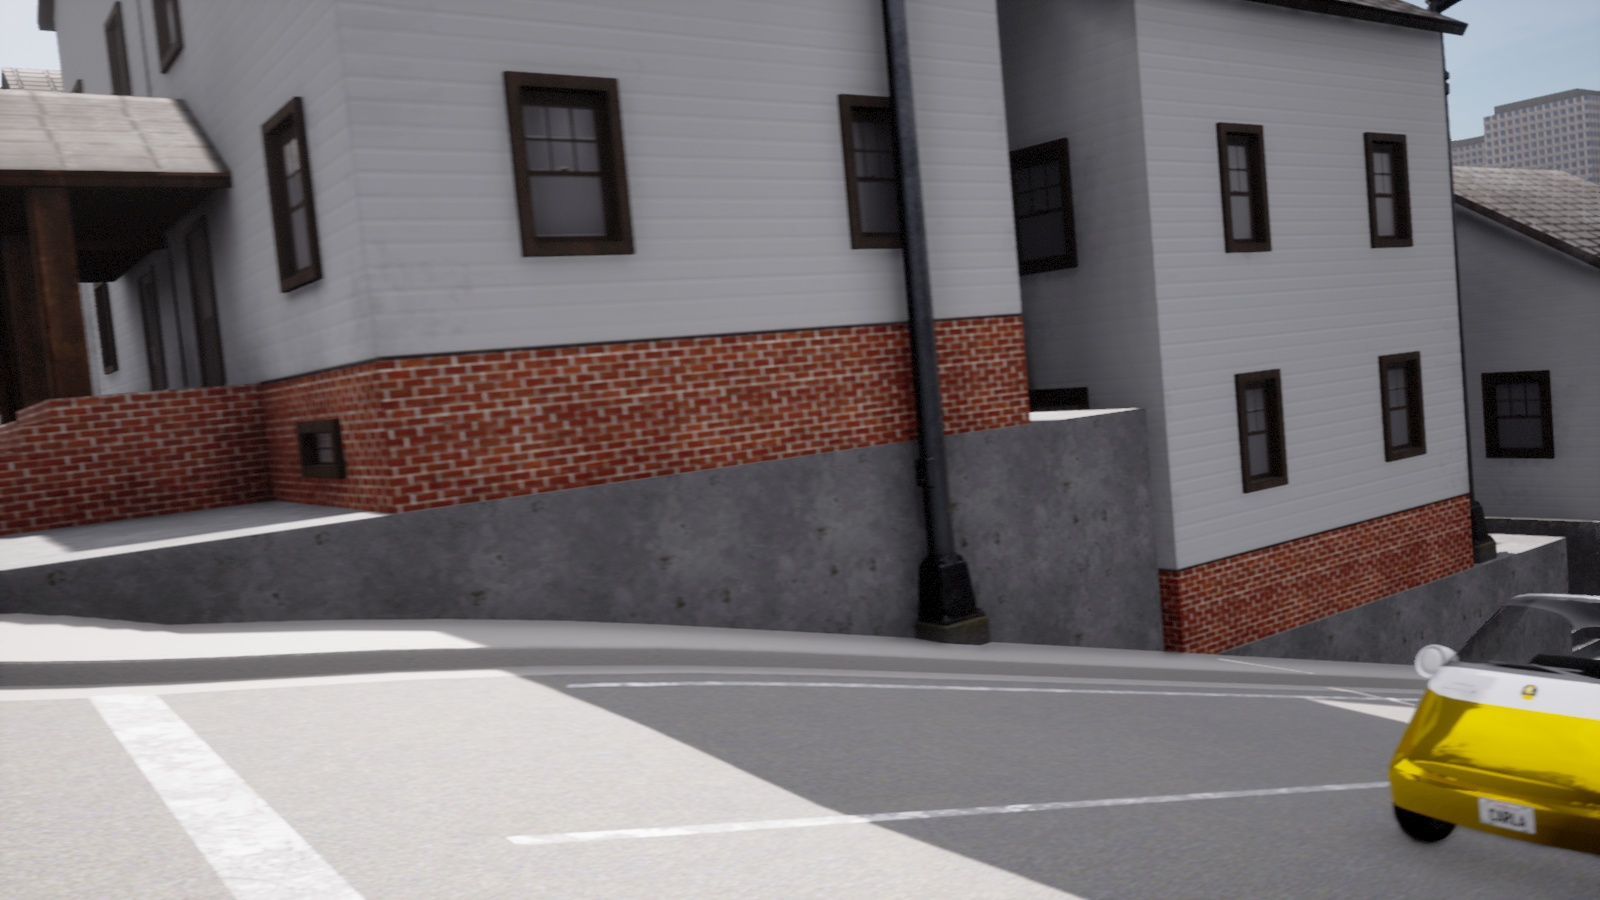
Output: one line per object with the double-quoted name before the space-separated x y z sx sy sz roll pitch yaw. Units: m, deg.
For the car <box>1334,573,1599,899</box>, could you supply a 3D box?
"car" 4.131 1.447 6.537 2.207 1.376 1.481 8 -6 -35
